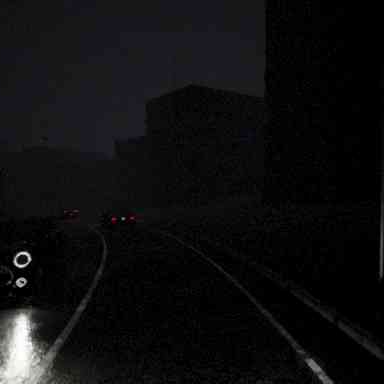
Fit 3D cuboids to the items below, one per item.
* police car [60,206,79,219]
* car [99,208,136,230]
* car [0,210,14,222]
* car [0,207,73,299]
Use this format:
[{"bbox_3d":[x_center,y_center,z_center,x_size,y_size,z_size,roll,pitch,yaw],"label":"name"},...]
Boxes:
[{"bbox_3d":[-15.052,2.445,38.964,2.038,1.542,4.974,-3,-1,-40],"label":"police car"},{"bbox_3d":[-5.488,1.867,24.103,2.033,1.411,5.357,-1,-1,-23],"label":"car"},{"bbox_3d":[-26.284,3.228,44.805,5.357,1.411,2.033,-4,0,38],"label":"car"},{"bbox_3d":[-4.694,1.453,8.716,2.097,1.767,4.553,-1,-1,-11],"label":"car"}]
